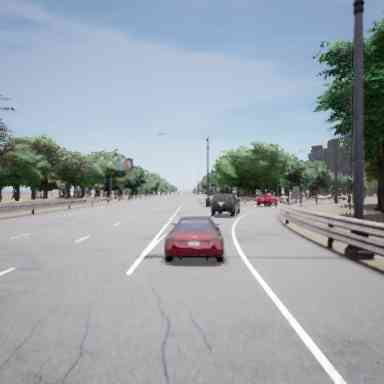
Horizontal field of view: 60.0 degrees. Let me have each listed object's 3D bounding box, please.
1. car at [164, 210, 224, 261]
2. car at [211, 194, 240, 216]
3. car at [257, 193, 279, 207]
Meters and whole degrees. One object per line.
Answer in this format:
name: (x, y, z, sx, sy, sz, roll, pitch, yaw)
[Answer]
car: (0.143, 1.573, 12.307, 1.994, 1.385, 4.181, 0, 0, 2)
car: (3.352, 1.237, 32.533, 2.150, 2.045, 5.566, 0, 0, 16)
car: (12.008, 1.253, 52.565, 2.150, 2.045, 5.566, 0, 0, 31)
